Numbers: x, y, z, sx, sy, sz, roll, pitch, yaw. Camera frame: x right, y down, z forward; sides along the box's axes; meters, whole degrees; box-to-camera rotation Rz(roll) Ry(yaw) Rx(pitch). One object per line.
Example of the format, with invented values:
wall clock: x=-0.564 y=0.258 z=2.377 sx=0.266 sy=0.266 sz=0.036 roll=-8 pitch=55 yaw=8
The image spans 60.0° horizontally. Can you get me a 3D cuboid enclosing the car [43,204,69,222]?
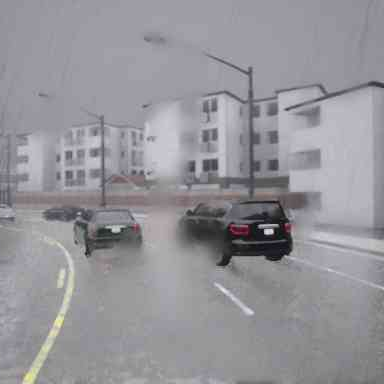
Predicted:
car: x=-10.341 y=1.668 z=27.132 sx=4.181 sy=1.385 sz=1.994 roll=-1 pitch=0 yaw=38

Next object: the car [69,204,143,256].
car: x=-3.621 y=1.387 z=13.755 sx=2.097 sy=1.767 sz=4.553 roll=-1 pitch=0 yaw=-25

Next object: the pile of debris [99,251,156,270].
pile of debris: x=-2.151 y=2.195 z=10.759 sx=1.500 sy=0.140 sz=1.860 roll=-1 pitch=0 yaw=-21

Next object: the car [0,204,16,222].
car: x=-16.210 y=1.695 z=27.145 sx=4.674 sy=1.442 sz=1.812 roll=-1 pitch=0 yaw=35

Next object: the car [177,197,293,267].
car: x=1.210 y=1.204 z=11.737 sx=2.150 sy=2.045 sz=5.566 roll=0 pitch=0 yaw=-20
